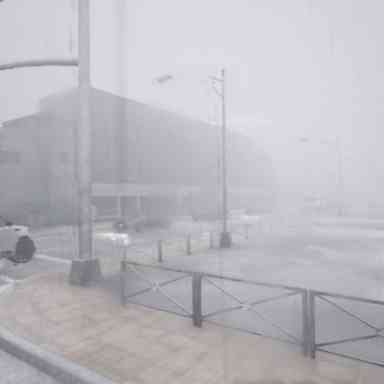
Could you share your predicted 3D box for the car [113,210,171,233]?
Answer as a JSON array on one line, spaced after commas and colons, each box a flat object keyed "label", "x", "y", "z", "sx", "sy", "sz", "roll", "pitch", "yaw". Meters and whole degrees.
[{"label": "car", "x": -3.310, "y": 1.905, "z": 22.466, "sx": 1.994, "sy": 1.385, "sz": 4.181, "roll": -1, "pitch": 0, "yaw": 35}]

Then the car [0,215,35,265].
[{"label": "car", "x": -7.053, "y": 1.453, "z": 10.075, "sx": 2.150, "sy": 2.045, "sz": 5.566, "roll": -2, "pitch": -3, "yaw": 2}]

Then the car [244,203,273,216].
[{"label": "car", "x": 7.582, "y": 1.905, "z": 37.779, "sx": 1.994, "sy": 1.385, "sz": 4.181, "roll": -1, "pitch": 0, "yaw": 36}]

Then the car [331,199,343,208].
[{"label": "car", "x": 22.152, "y": 1.793, "z": 51.955, "sx": 2.128, "sy": 1.511, "sz": 4.902, "roll": -1, "pitch": 0, "yaw": 35}]

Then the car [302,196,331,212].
[{"label": "car", "x": 15.999, "y": 1.523, "z": 43.268, "sx": 2.150, "sy": 2.045, "sz": 5.566, "roll": -1, "pitch": 0, "yaw": 35}]

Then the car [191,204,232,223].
[{"label": "car", "x": 1.782, "y": 1.846, "z": 29.640, "sx": 1.837, "sy": 1.490, "sz": 4.892, "roll": -1, "pitch": 0, "yaw": 35}]
